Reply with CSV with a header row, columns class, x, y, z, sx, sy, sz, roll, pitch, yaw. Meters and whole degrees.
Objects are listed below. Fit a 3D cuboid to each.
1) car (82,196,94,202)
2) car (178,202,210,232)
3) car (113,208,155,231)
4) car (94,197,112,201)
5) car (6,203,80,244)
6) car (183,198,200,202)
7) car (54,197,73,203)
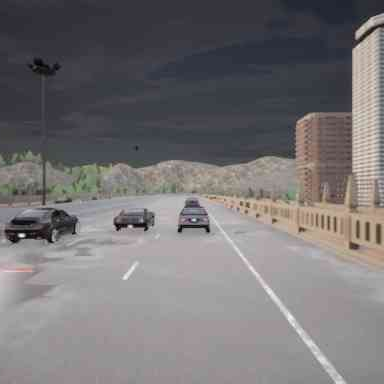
class,x,y,z,sx,sy,sz,roll,pitch,yaw
car,-18.066,1.361,58.916,1.994,1.385,4.181,0,0,-2
car,0.107,1.548,20.259,2.033,1.411,5.357,0,0,0
car,-3.392,1.602,20.514,1.895,1.301,4.718,0,0,0
car,-14.481,1.563,56.017,1.837,1.490,4.892,0,0,-2
car,-6.896,1.506,15.893,1.837,1.490,4.892,0,0,0
car,-0.039,1.506,42.654,1.837,1.490,4.892,0,0,-1
car,-21.479,1.515,55.817,1.882,1.535,5.008,0,0,-2
